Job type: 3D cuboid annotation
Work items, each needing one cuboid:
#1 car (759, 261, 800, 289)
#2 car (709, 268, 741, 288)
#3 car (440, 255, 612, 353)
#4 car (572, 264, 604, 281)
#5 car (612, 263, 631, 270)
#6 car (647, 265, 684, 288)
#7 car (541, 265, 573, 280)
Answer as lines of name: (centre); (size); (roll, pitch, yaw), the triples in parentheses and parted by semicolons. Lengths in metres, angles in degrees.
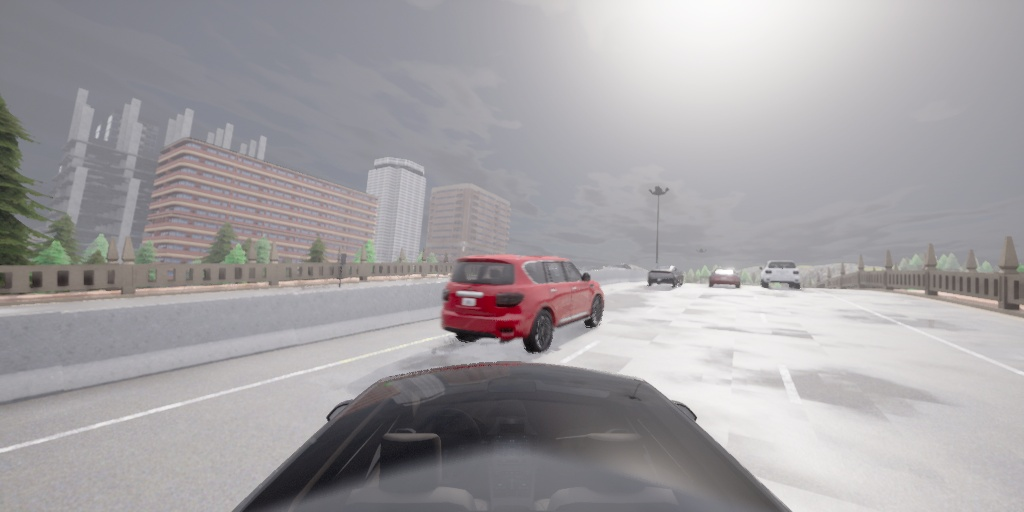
car: (20.550, 1.430, 27.606); (2.150, 2.045, 5.566); (0, -2, 32)
car: (16.128, 1.635, 27.171); (1.994, 1.385, 4.181); (0, -2, 32)
car: (0.595, 1.005, 9.307); (2.150, 2.045, 5.566); (0, 0, 32)
car: (9.050, 1.944, 42.414); (2.097, 1.767, 4.553); (0, -4, 33)
car: (11.919, 1.807, 40.401); (2.150, 2.045, 5.566); (0, -5, 33)
car: (11.087, 1.430, 25.780); (2.128, 1.511, 4.902); (0, -1, 32)
car: (5.502, 2.009, 43.368); (1.837, 1.490, 4.892); (0, -5, 33)
